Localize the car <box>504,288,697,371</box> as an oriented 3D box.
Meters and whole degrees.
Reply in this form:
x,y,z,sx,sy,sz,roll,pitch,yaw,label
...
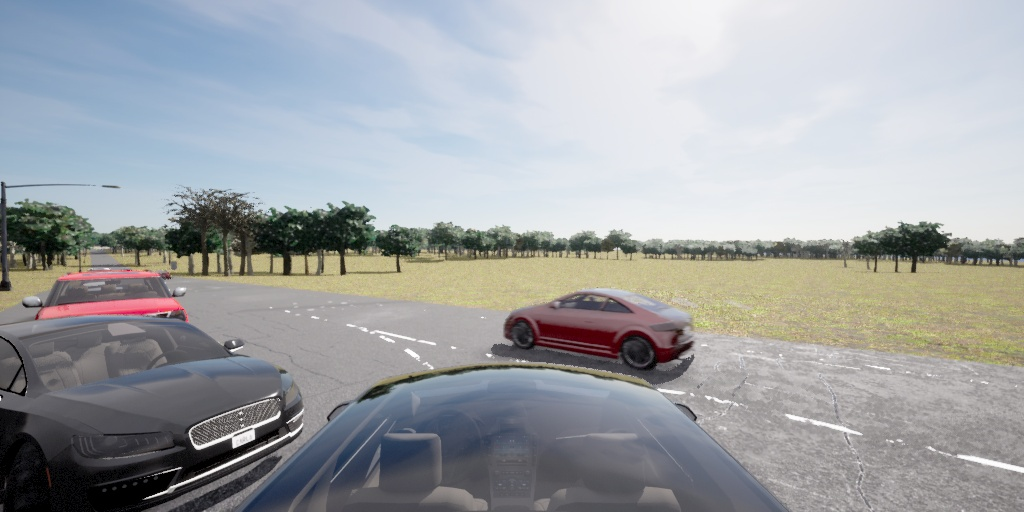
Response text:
x,y,z,sx,sy,sz,roll,pitch,yaw,label
1.811,1.431,8.126,4.181,1.385,1.994,-2,-1,40,car

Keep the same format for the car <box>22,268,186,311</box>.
x,y,z,sx,sy,sz,roll,pitch,yaw,label
-9.544,1.385,8.565,5.566,2.045,2.150,-2,0,40,car

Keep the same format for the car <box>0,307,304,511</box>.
x,y,z,sx,sy,sz,roll,pitch,yaw,label
-4.593,1.445,3.962,4.892,1.490,1.837,-3,-3,21,car

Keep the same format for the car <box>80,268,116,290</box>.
x,y,z,sx,sy,sz,roll,pitch,yaw,label
-42.457,2.281,36.895,5.566,2.045,2.150,-1,0,44,car
